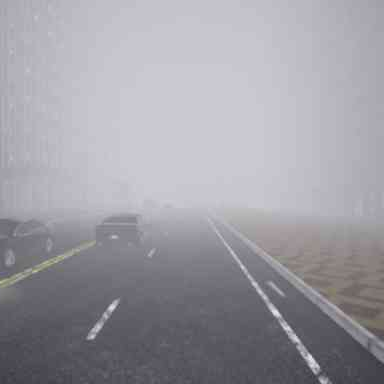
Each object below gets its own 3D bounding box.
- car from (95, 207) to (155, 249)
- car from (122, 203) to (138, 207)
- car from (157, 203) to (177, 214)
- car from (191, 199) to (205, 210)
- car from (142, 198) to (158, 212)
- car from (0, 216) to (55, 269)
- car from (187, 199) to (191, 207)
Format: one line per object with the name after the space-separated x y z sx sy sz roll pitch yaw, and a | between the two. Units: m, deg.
-3.150 1.716 15.973 1.882 1.535 5.008 0 -1 0 | car
-9.821 2.388 52.908 1.895 1.301 4.718 0 -1 0 | car
-3.153 2.230 44.854 1.994 1.385 4.181 0 -1 0 | car
1.134 2.373 57.008 1.812 1.442 4.674 0 -1 0 | car
-6.571 2.006 52.747 2.150 2.045 5.566 0 -1 0 | car
-6.600 1.684 11.916 1.837 1.490 4.892 0 -1 0 | car
-0.004 2.527 76.335 1.882 1.535 5.008 0 -1 0 | car
